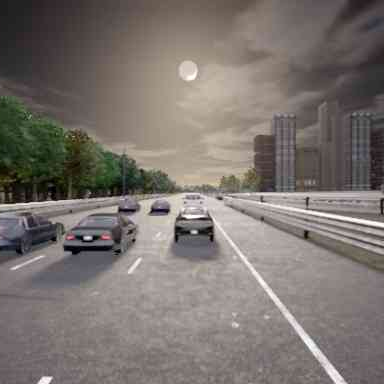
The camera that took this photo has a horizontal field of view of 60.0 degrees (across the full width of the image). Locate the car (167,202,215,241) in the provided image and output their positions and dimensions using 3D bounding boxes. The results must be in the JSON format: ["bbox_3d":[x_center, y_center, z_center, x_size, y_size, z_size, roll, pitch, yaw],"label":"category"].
[{"bbox_3d":[0.104,1.491,16.600,2.128,1.511,4.902,0,0,0],"label":"car"}]

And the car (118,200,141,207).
[{"bbox_3d":[-6.889,1.535,36.900,1.994,1.385,4.181,0,0,0],"label":"car"}]

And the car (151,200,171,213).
[{"bbox_3d":[-3.389,1.536,36.804,1.994,1.385,4.181,0,0,0],"label":"car"}]

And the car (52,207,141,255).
[{"bbox_3d":[-3.396,1.548,13.358,2.033,1.411,5.357,0,0,0],"label":"car"}]

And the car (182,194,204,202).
[{"bbox_3d":[0.111,1.196,35.415,2.150,2.045,5.566,0,0,0],"label":"car"}]

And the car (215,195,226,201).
[{"bbox_3d":[6.949,1.354,79.193,2.163,1.488,4.792,0,0,-9],"label":"car"}]

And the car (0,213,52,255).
[{"bbox_3d":[-6.896,1.548,13.322,2.033,1.411,5.357,0,0,0],"label":"car"}]
